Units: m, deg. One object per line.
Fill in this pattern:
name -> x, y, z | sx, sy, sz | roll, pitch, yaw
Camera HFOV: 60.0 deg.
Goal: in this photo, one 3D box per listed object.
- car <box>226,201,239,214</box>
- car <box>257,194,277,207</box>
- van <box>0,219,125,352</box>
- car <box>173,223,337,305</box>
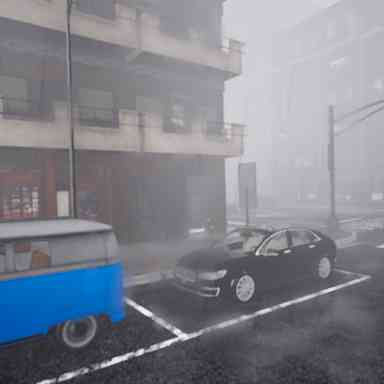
car -> 2.144, 1.200, 28.911 | 1.887, 1.381, 4.507 | -2, 1, -35
car -> 7.302, 0.906, 36.574 | 1.887, 1.381, 4.507 | -2, 1, -35
van -> -2.924, 1.339, 4.491 | 3.998, 1.788, 1.690 | -1, 0, -36
car -> 1.618, 1.454, 7.736 | 4.403, 1.369, 2.008 | -1, 0, -36
